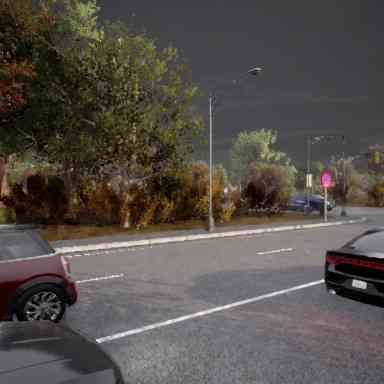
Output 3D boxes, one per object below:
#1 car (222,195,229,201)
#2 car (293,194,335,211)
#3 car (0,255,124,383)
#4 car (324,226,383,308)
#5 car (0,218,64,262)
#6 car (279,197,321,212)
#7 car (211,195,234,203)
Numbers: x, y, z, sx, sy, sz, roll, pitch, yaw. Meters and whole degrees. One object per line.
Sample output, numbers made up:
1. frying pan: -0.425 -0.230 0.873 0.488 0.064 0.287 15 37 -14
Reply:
1. car: 3.705 1.520 57.819 1.895 1.301 4.718 0 1 -32
2. car: 14.638 1.221 40.637 2.150 2.045 5.566 0 0 -31
3. car: -2.749 1.505 1.776 4.892 1.490 1.837 0 0 -36
4. car: 4.965 1.478 7.315 5.008 1.535 1.882 0 0 -36
5. car: -4.292 1.352 5.222 4.553 1.767 2.097 0 0 -36
6. car: 12.038 1.564 38.165 1.994 1.385 4.181 0 0 -32
7. car: 6.131 1.340 67.365 1.837 1.490 4.892 0 1 -33
